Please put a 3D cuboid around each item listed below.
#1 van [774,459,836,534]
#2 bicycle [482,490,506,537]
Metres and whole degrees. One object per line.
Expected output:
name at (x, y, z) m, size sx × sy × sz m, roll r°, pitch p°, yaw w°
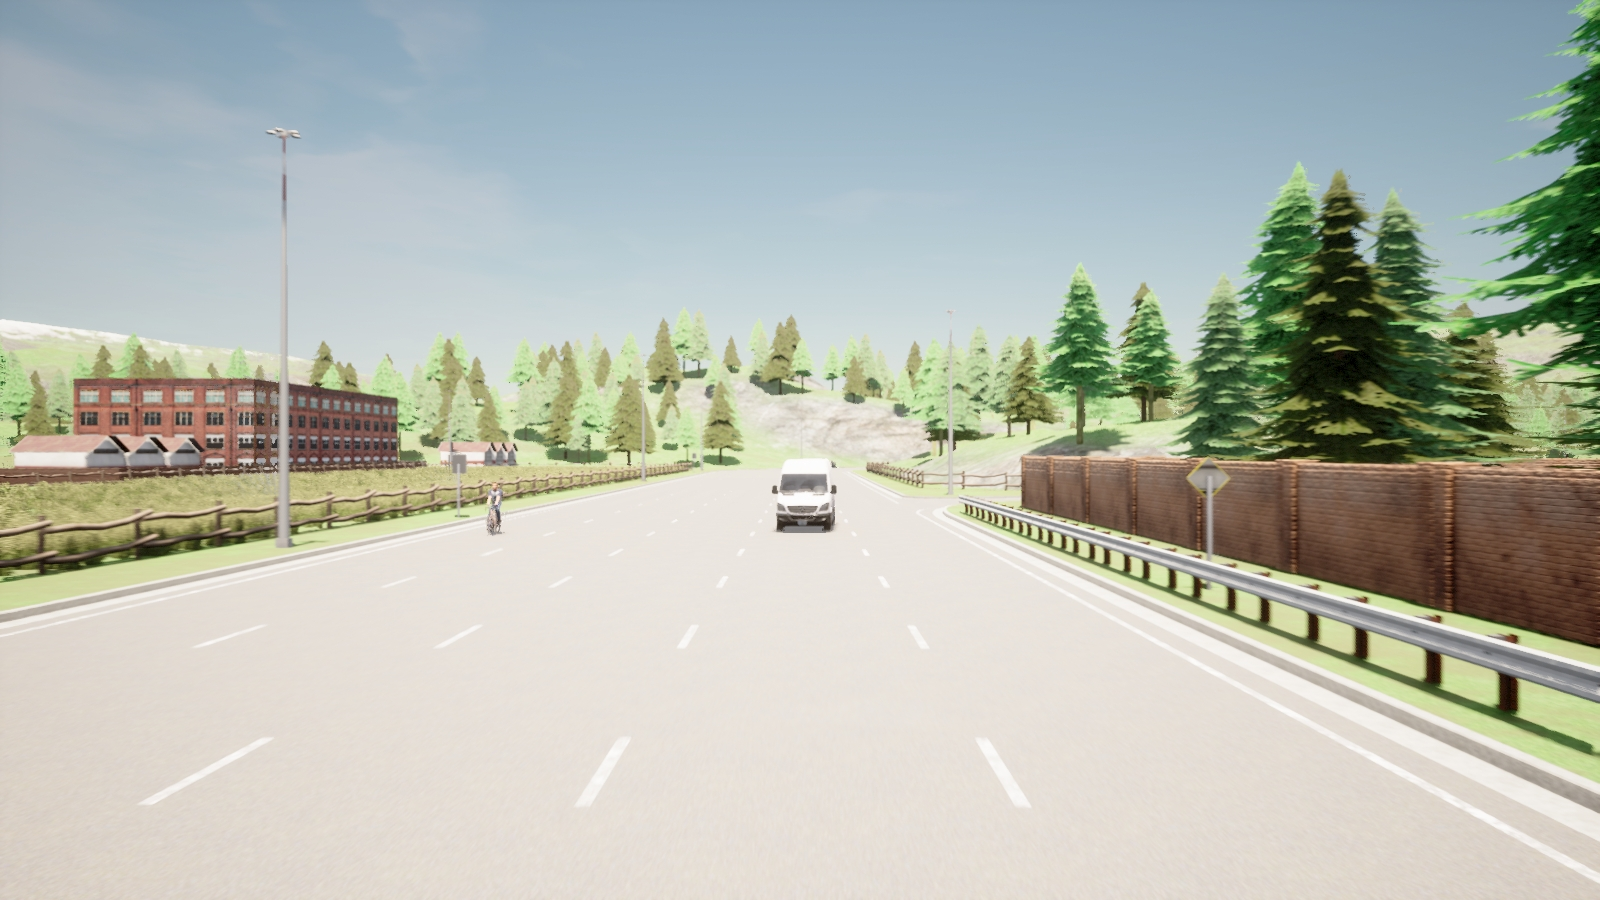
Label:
van at (0.252, 1.628, 42.272) m, size 1.988 × 2.561 × 5.915 m, roll 0°, pitch 0°, yaw 3°
bicycle at (-10.390, 2.141, 38.813) m, size 0.373 × 1.496 × 1.643 m, roll 0°, pitch 0°, yaw 0°
